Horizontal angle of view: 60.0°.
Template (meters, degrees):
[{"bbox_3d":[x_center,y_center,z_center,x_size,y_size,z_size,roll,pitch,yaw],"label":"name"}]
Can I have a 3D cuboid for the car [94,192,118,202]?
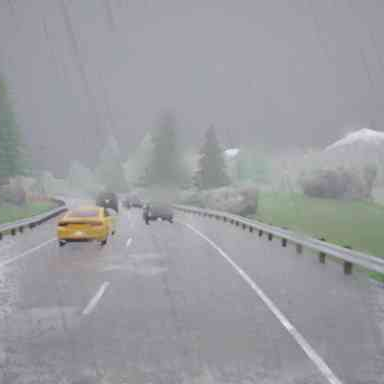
[{"bbox_3d":[-9.044,1.049,34.999,2.150,2.045,5.566,0,0,-17],"label":"car"}]

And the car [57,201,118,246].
[{"bbox_3d":[-4.611,1.404,15.033,1.882,1.535,5.008,0,0,-8],"label":"car"}]

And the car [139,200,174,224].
[{"bbox_3d":[-2.564,1.478,23.912,1.895,1.301,4.718,0,0,-11],"label":"car"}]

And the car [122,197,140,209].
[{"bbox_3d":[-7.407,1.341,41.069,2.033,1.411,5.357,0,0,-20],"label":"car"}]
